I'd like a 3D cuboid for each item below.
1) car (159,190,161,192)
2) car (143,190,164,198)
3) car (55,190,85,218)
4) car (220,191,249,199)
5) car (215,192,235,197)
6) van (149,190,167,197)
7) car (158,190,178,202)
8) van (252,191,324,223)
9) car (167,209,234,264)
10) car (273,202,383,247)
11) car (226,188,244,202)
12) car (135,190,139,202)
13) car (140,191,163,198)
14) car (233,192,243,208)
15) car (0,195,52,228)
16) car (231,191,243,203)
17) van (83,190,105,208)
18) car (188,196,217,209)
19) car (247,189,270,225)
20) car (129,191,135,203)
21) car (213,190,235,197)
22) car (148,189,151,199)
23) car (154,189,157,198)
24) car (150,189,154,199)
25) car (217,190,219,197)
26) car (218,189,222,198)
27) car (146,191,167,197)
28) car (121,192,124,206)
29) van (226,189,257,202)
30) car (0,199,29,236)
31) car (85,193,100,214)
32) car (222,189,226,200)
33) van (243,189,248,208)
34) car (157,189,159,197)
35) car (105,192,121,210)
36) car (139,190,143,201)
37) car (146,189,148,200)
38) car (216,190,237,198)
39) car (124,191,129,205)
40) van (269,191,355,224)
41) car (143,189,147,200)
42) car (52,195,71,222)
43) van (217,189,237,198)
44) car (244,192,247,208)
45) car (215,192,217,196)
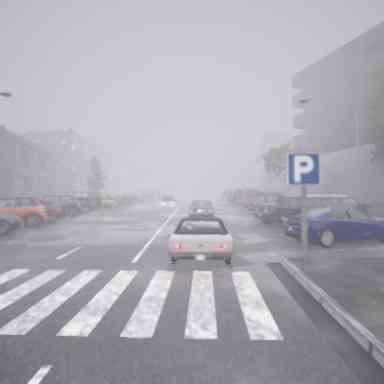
[{"bbox_3d":[-9.804,0.554,68.525,5.366,1.575,1.946,-1,1,-18],"label":"car"},{"bbox_3d":[-9.268,0.429,80.318,4.553,1.767,2.185,-1,0,-18],"label":"car"},{"bbox_3d":[-10.503,1.011,24.551,4.553,1.767,2.185,-1,1,-19],"label":"car"},{"bbox_3d":[8.274,0.617,65.134,5.366,1.575,1.946,1,0,-18],"label":"car"},{"bbox_3d":[8.822,0.686,89.017,4.792,1.488,2.163,1,-1,-18],"label":"car"},{"bbox_3d":[-9.137,0.394,89.075,4.442,1.987,1.878,-1,0,-18],"label":"van"},{"bbox_3d":[-3.678,0.850,52.307,1.895,1.301,4.718,0,1,2],"label":"car"},{"bbox_3d":[6.627,0.989,23.038,4.442,1.987,1.878,1,1,-17],"label":"van"},{"bbox_3d":[0.320,1.488,11.409,1.895,1.301,4.718,0,1,2],"label":"car"},{"bbox_3d":[6.302,1.355,14.096,5.008,1.535,2.097,1,1,-17],"label":"car"},{"bbox_3d":[7.530,0.683,41.109,5.566,2.045,2.435,1,1,-18],"label":"car"},{"bbox_3d":[-10.172,0.824,45.115,4.892,1.521,2.231,-1,1,-19],"label":"car"},{"bbox_3d":[-9.378,0.548,77.381,4.892,1.521,2.231,-1,0,-18],"label":"car"},{"bbox_3d":[7.283,1.030,35.083,4.892,1.521,2.231,1,1,-18],"label":"car"},{"bbox_3d":[-10.585,1.101,18.652,4.553,1.767,2.185,-1,1,-19],"label":"car"},{"bbox_3d":[7.417,1.011,38.100,4.792,1.488,2.163,1,1,-18],"label":"car"},{"bbox_3d":[-10.556,0.823,30.396,4.442,1.987,1.878,-1,1,-19],"label":"van"},{"bbox_3d":[0.670,1.239,24.059,2.033,1.411,5.357,0,1,2],"label":"car"},{"bbox_3d":[6.569,1.011,20.068,5.566,2.045,2.435,1,1,-17],"label":"car"},{"bbox_3d":[-10.243,0.867,42.181,5.008,1.535,2.097,-1,1,-19],"label":"car"},{"bbox_3d":[8.874,0.438,91.983,5.566,2.045,2.435,1,0,-18],"label":"car"},{"bbox_3d":[-9.926,0.692,56.857,4.674,1.452,2.002,-1,1,-19],"label":"car"},{"bbox_3d":[-9.773,0.591,62.717,5.008,1.535,2.097,-1,1,-18],"label":"car"},{"bbox_3d":[-9.823,0.493,59.785,4.553,1.767,2.185,-1,1,-19],"label":"car"},{"bbox_3d":[7.977,0.419,59.101,5.566,2.045,2.435,1,0,-18],"label":"car"},{"bbox_3d":[7.701,0.702,56.042,5.366,1.575,1.946,1,1,-18],"label":"car"},{"bbox_3d":[-9.124,0.591,86.177,5.008,1.535,2.097,-1,-1,-18],"label":"car"},{"bbox_3d":[-10.352,0.957,36.310,5.008,1.535,2.097,-1,1,-19],"label":"car"},{"bbox_3d":[7.922,0.523,53.143,4.442,1.987,1.878,1,1,-19],"label":"van"},{"bbox_3d":[-10.626,1.301,15.711,4.792,1.488,2.163,-1,1,-19],"label":"car"},{"bbox_3d":[-10.495,1.092,27.497,5.008,1.535,2.097,-1,1,-19],"label":"car"},{"bbox_3d":[7.704,0.589,47.124,5.566,2.045,2.435,1,1,-19],"label":"car"},{"bbox_3d":[7.129,0.897,29.115,4.442,1.987,1.878,1,1,-17],"label":"van"},{"bbox_3d":[-9.712,0.572,65.648,5.008,1.535,2.097,-1,0,-18],"label":"car"},{"bbox_3d":[-10.218,0.996,33.436,5.366,1.575,1.946,-1,1,-19],"label":"car"},{"bbox_3d":[-10.109,0.779,48.047,4.892,1.521,2.231,-1,1,-19],"label":"car"},{"bbox_3d":[-9.960,0.565,53.921,4.553,1.767,2.185,-1,1,-19],"label":"car"},{"bbox_3d":[8.577,0.483,83.018,4.553,1.767,2.185,1,-1,-18],"label":"car"},{"bbox_3d":[-10.262,0.941,39.255,4.792,1.488,2.163,-1,1,-19],"label":"car"},{"bbox_3d":[6.563,1.084,17.124,4.442,1.987,1.878,1,1,-17],"label":"van"},{"bbox_3d":[-10.048,0.733,50.983,5.008,1.535,2.097,-1,1,-19],"label":"car"},{"bbox_3d":[-10.600,1.212,21.586,4.792,1.488,2.163,-1,1,-19],"label":"car"},{"bbox_3d":[8.409,0.366,79.990,4.442,1.987,1.878,1,0,-18],"label":"van"},{"bbox_3d":[6.848,1.043,26.070,4.553,1.767,2.185,1,1,-17],"label":"car"},{"bbox_3d":[8.003,0.594,68.007,5.366,1.575,1.946,1,0,-18],"label":"car"}]
